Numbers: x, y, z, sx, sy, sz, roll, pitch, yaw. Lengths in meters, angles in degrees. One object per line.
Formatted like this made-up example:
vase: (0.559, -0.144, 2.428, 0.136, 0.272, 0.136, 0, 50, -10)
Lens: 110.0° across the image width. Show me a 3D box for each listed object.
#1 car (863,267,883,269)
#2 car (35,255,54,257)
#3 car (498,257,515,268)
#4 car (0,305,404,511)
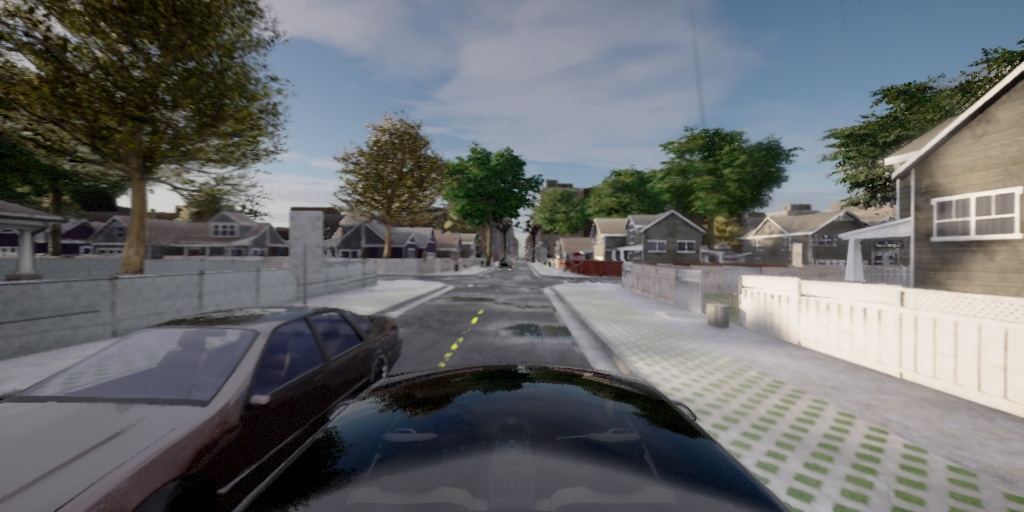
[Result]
car: (29.901, 1.676, 30.221, 4.902, 1.511, 2.128, 1, 0, 2)
car: (-42.808, 0.704, 32.328, 5.008, 1.535, 1.882, 0, 0, 2)
car: (-1.130, 1.150, 59.696, 2.097, 1.767, 4.553, 0, 0, 2)
car: (-2.752, 1.277, 3.659, 2.033, 1.411, 5.357, 0, 0, 2)
